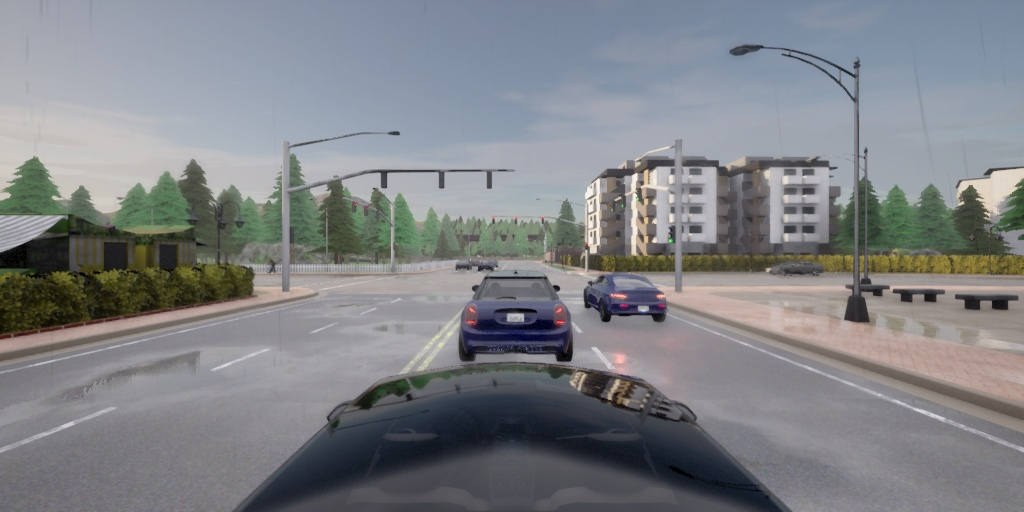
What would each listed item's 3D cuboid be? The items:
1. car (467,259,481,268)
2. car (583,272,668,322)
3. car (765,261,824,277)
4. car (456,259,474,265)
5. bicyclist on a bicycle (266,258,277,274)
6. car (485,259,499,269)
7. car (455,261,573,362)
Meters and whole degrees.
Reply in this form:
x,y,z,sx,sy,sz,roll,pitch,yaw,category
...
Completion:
x,y,z,sx,sy,sz,roll,pitch,yaw,category
-6.714,1.312,63.437,1.994,1.385,4.181,0,0,1,car
3.645,1.275,12.113,1.812,1.442,4.674,0,0,1,car
27.611,1.240,35.104,4.902,1.511,2.128,0,0,3,car
-6.802,1.226,50.920,1.882,1.535,5.008,0,0,0,car
-25.594,1.051,38.175,0.582,1.620,1.656,0,0,-1,bicyclist on a bicycle
-3.255,1.296,59.931,2.033,1.411,5.357,0,0,1,car
0.092,1.102,8.403,2.097,1.767,4.553,0,0,1,car
